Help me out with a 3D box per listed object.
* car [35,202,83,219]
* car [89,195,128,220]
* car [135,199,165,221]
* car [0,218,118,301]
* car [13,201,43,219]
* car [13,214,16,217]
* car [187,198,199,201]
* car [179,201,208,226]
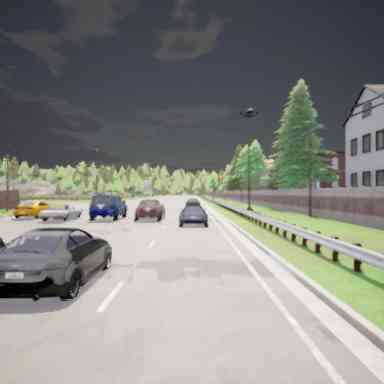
[{"bbox_3d":[-10.395,1.644,26.781,1.895,1.301,4.718,0,0,0],"label":"car"},{"bbox_3d":[-6.895,1.267,27.801,2.150,2.045,5.566,0,0,0],"label":"car"},{"bbox_3d":[-3.393,1.397,27.635,2.097,1.767,4.553,0,0,0],"label":"car"},{"bbox_3d":[-3.399,1.578,8.392,1.994,1.385,4.181,0,0,0],"label":"car"},{"bbox_3d":[-13.894,1.526,29.648,1.882,1.535,5.008,0,0,0],"label":"car"},{"bbox_3d":[-6.912,1.540,8.874,1.812,1.442,4.674,0,0,0],"label":"car"},{"bbox_3d":[0.106,1.573,41.419,1.837,1.490,4.892,0,0,0],"label":"car"},{"bbox_3d":[0.105,1.603,23.640,1.994,1.385,4.181,0,0,0],"label":"car"}]
